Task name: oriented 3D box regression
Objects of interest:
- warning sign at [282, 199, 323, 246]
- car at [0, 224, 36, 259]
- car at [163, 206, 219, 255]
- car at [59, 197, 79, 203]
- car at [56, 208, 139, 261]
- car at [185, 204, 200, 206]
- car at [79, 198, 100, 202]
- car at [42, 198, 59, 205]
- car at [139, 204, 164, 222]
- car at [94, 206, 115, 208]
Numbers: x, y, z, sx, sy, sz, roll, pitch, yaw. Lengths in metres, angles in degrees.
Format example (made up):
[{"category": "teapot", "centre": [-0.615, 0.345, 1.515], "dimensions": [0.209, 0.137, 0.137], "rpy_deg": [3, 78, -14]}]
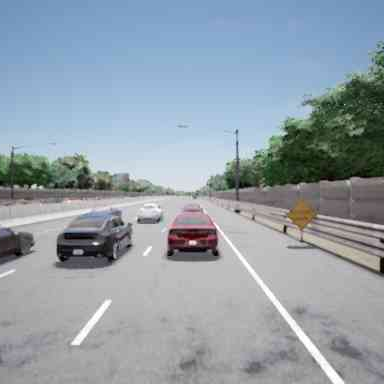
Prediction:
[{"category": "warning sign", "centre": [4.535, 1.212, 13.766], "dimensions": [1.300, 1.860, 1.060], "rpy_deg": [-1, -1, 0]}, {"category": "car", "centre": [-6.977, 1.622, 10.439], "dimensions": [2.033, 1.411, 5.357], "rpy_deg": [0, 0, 0]}, {"category": "car", "centre": [0.051, 1.574, 13.773], "dimensions": [1.882, 1.535, 5.008], "rpy_deg": [0, 0, 0]}, {"category": "car", "centre": [-21.049, 1.725, 58.507], "dimensions": [2.097, 1.767, 4.553], "rpy_deg": [0, 0, 1]}, {"category": "car", "centre": [-3.460, 1.595, 12.589], "dimensions": [1.837, 1.490, 4.892], "rpy_deg": [0, 0, 0]}, {"category": "car", "centre": [0.044, 1.717, 28.262], "dimensions": [1.812, 1.442, 4.674], "rpy_deg": [0, 0, 1]}, {"category": "car", "centre": [-17.554, 1.866, 58.645], "dimensions": [2.128, 1.511, 4.902], "rpy_deg": [0, 0, 1]}, {"category": "car", "centre": [-24.542, 1.875, 58.246], "dimensions": [1.837, 1.490, 4.892], "rpy_deg": [0, 0, 1]}, {"category": "car", "centre": [-3.457, 1.717, 28.237], "dimensions": [1.812, 1.442, 4.674], "rpy_deg": [0, 0, 0]}, {"category": "car", "centre": [-6.969, 1.784, 26.944], "dimensions": [1.895, 1.301, 4.718], "rpy_deg": [0, 0, 0]}]
